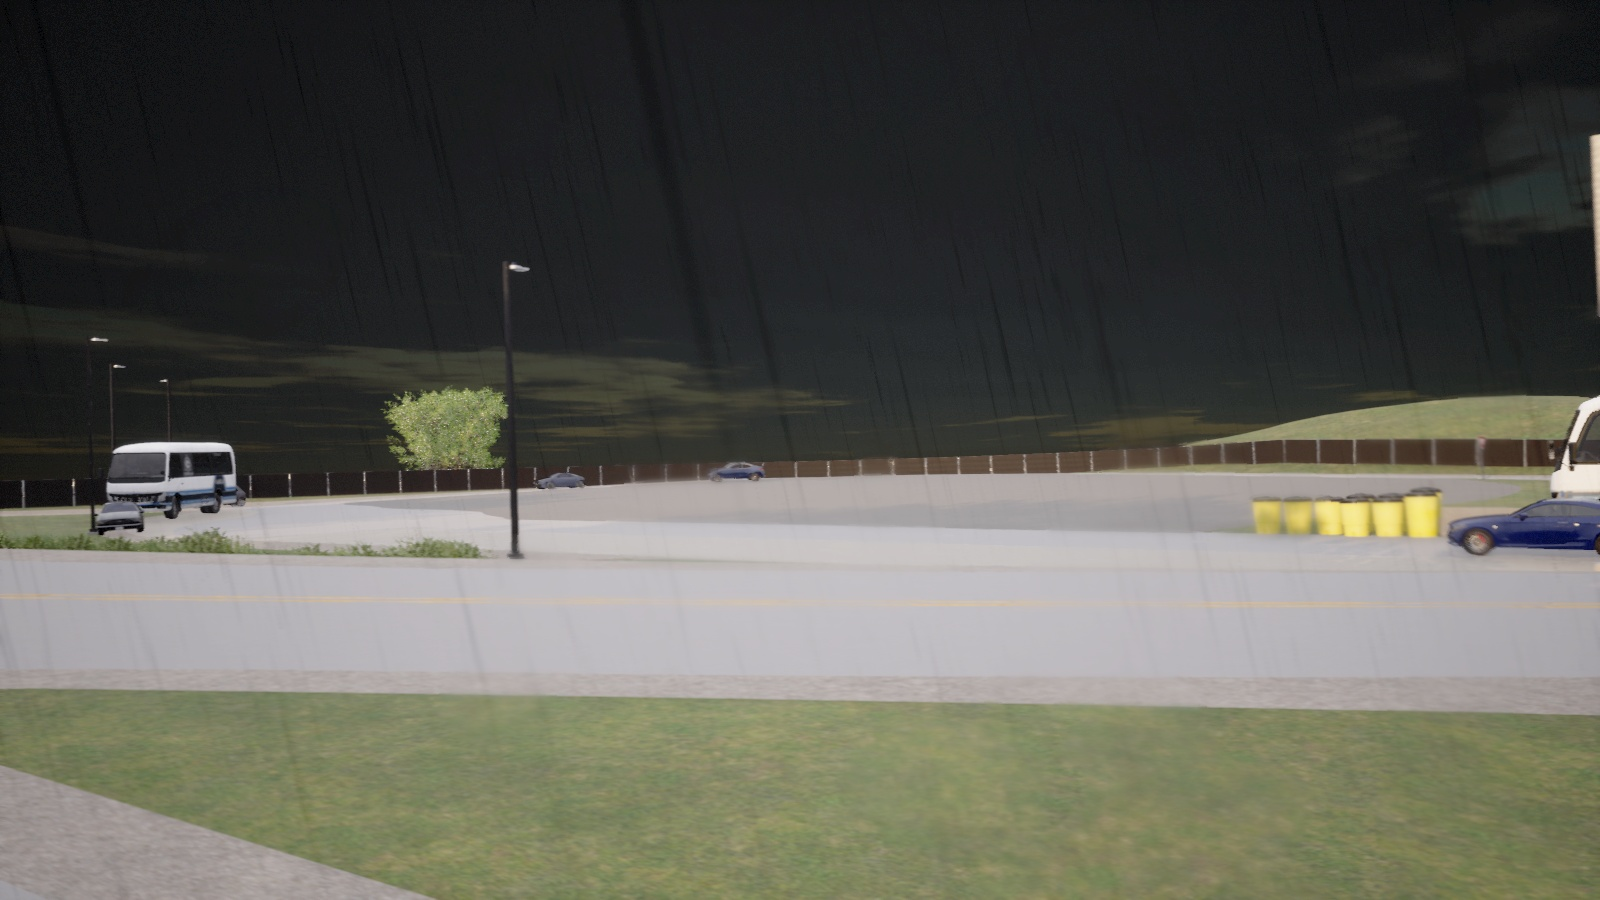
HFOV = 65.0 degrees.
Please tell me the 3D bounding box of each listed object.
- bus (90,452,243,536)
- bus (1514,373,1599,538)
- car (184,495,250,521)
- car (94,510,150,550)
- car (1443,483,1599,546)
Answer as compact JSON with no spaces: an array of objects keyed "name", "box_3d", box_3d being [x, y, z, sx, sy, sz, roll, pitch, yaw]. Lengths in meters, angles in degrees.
[{"name":"bus","box_3d":[-36.002,2.350,71.965,3.944,4.253,10.273,-2,0,-3]},{"name":"bus","box_3d":[24.365,0.011,32.074,10.273,4.253,3.944,-2,0,34]},{"name":"car","box_3d":[-39.889,3.976,85.995,3.633,1.501,1.845,-2,-1,-44]},{"name":"car","box_3d":[-31.060,3.639,57.672,2.033,1.411,5.357,-4,1,-27]},{"name":"car","box_3d":[18.922,1.604,31.553,4.674,1.442,1.812,-2,0,34]}]
